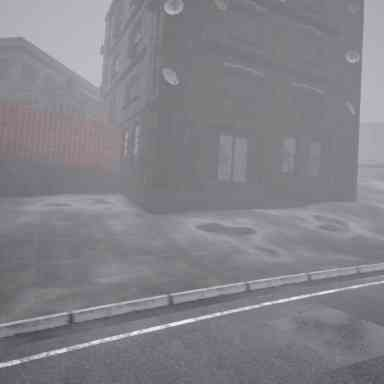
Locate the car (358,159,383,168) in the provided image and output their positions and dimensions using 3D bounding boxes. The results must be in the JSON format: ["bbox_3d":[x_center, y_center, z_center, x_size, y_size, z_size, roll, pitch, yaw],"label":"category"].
[{"bbox_3d":[22.583,-3.264,42.059,4.553,1.767,2.185,2,-3,16],"label":"car"}]
